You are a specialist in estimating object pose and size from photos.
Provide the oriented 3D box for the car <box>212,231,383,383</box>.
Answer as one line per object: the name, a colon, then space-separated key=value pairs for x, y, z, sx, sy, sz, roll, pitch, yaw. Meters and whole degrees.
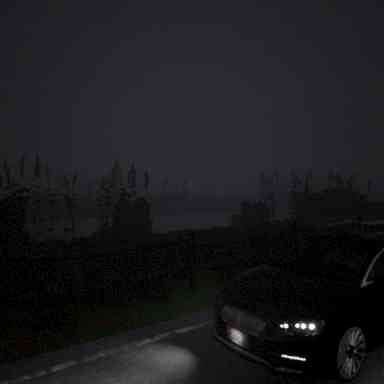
car: x=2.532 y=1.458 z=5.457 sx=4.902 sy=1.511 sz=2.128 roll=-1 pitch=0 yaw=-36
